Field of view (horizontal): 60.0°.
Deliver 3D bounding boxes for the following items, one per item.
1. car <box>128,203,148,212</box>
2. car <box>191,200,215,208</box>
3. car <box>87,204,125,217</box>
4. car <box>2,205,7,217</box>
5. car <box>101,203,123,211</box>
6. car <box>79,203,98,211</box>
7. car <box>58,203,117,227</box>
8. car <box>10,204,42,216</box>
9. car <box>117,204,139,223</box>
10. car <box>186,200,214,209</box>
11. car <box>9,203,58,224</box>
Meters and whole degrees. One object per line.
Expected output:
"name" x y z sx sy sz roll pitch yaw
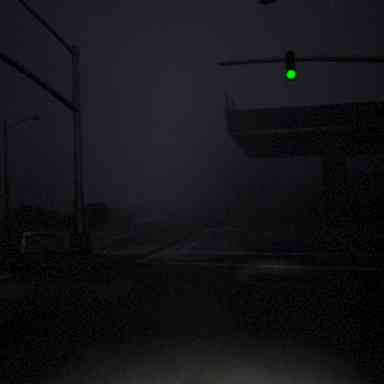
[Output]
"car" -9.033 2.551 54.683 3.633 1.501 1.845 -2 -1 15
"car" 2.180 2.398 67.206 4.514 1.523 2.007 -2 -1 15
"car" -11.642 2.465 45.037 4.514 1.523 2.007 -2 -1 15
"car" -28.233 2.914 53.044 3.866 1.878 1.905 -2 -1 15
"car" -16.565 3.088 69.092 3.806 1.475 1.970 -2 -1 15
"car" -22.967 3.363 73.877 3.633 1.501 1.845 -2 -1 15
"car" -8.783 1.884 27.990 3.866 1.878 1.905 -2 -1 15
"car" -27.884 2.969 55.957 4.605 1.855 1.932 -2 -1 15
"car" -7.329 2.168 31.042 3.806 1.475 1.970 -2 -1 15
"car" 1.424 2.366 64.162 5.027 1.636 2.152 -2 -1 15
"car" -15.537 2.207 33.185 4.605 1.855 1.932 -2 -1 15
